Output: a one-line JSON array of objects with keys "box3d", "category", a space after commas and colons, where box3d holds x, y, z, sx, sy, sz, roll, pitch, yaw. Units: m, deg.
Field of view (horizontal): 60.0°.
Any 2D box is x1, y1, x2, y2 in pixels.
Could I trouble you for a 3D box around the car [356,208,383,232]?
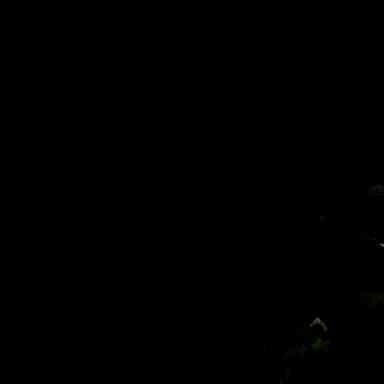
[{"box3d": [10.616, 1.670, 18.264, 1.837, 1.490, 4.892, -3, -2, 8], "category": "car"}]
